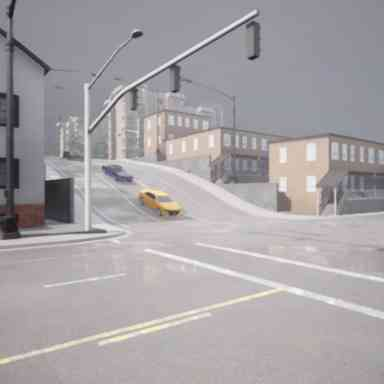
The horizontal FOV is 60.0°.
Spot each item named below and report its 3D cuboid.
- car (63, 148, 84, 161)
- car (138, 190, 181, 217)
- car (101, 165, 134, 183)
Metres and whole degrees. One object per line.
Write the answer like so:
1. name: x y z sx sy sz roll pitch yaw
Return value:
1. car: -17.260 -5.578 48.428 2.097 1.767 4.553 0 8 -35
2. car: -2.806 0.795 28.486 1.882 1.535 5.008 0 16 -37
3. car: -7.937 -2.065 35.386 1.895 1.301 4.718 0 17 -36
